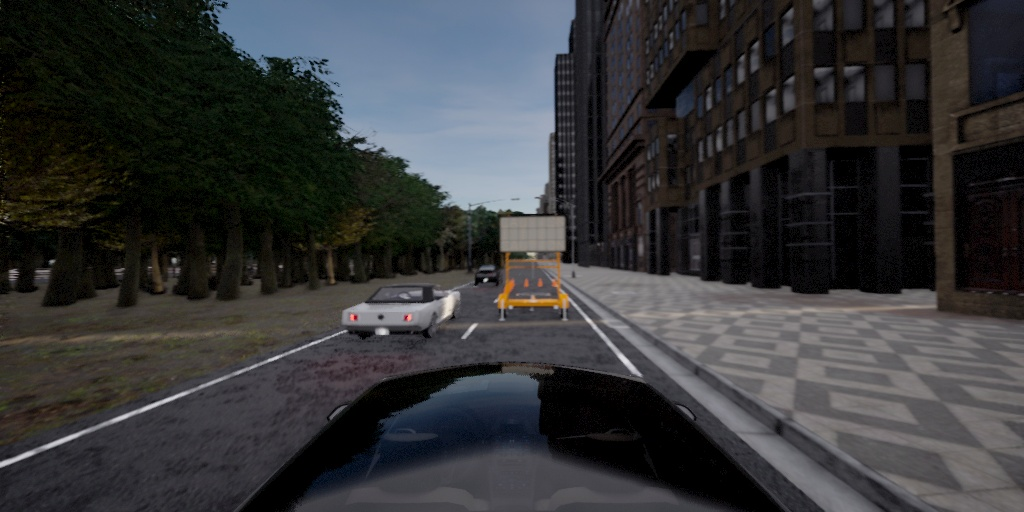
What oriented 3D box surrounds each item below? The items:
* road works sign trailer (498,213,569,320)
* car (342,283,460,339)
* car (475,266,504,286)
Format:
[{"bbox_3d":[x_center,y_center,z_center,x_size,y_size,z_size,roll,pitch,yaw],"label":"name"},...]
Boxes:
[{"bbox_3d":[0.767,0.283,12.862,2.380,3.560,2.880,0,0,3],"label":"road works sign trailer"},{"bbox_3d":[-2.795,1.436,10.321,1.895,1.301,4.718,-1,0,3],"label":"car"},{"bbox_3d":[-1.749,1.493,28.115,1.837,1.490,4.892,-1,-1,3],"label":"car"}]
